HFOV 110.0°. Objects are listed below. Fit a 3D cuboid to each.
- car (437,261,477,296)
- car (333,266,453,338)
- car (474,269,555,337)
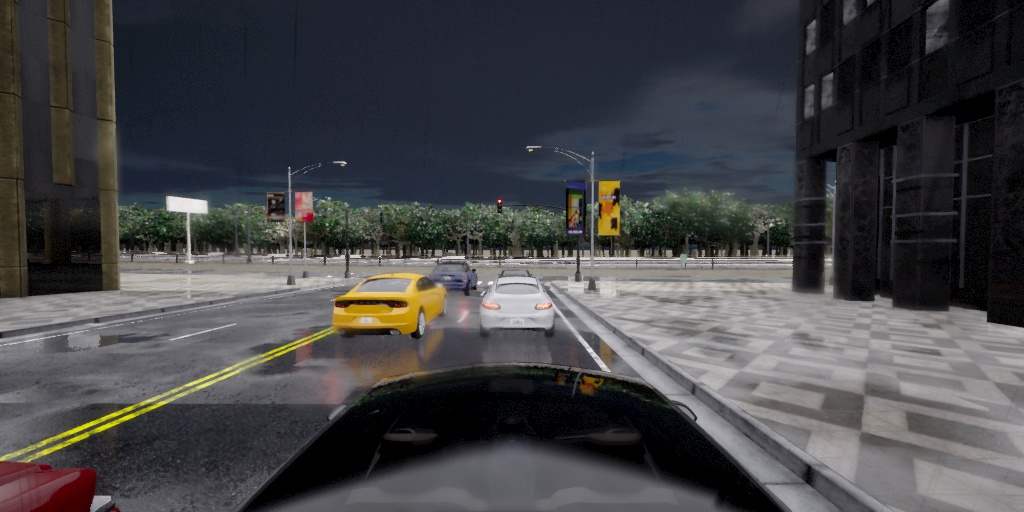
[{"bbox_3d":[-3.072,1.093,19.339,2.097,1.767,4.553,0,0,0],"label":"car"},{"bbox_3d":[-3.114,1.223,10.157,1.882,1.535,5.008,0,0,0],"label":"car"},{"bbox_3d":[0.138,1.271,10.166,1.812,1.442,4.674,0,0,0],"label":"car"}]
